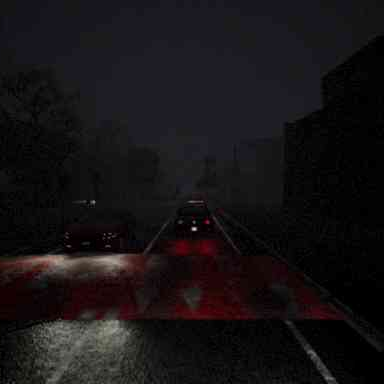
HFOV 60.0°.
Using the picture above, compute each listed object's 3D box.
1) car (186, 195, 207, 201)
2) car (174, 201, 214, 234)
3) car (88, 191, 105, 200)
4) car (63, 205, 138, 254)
[{"bbox_3d":[0.404,1.068,32.693,2.128,1.511,4.902,0,1,3],"label":"car"},{"bbox_3d":[0.104,1.382,17.507,1.895,1.301,4.718,0,1,0],"label":"car"},{"bbox_3d":[-16.316,0.582,57.093,2.128,1.511,4.902,0,2,1],"label":"car"},{"bbox_3d":[-3.338,1.321,12.978,1.882,1.535,5.008,0,1,0],"label":"car"}]
